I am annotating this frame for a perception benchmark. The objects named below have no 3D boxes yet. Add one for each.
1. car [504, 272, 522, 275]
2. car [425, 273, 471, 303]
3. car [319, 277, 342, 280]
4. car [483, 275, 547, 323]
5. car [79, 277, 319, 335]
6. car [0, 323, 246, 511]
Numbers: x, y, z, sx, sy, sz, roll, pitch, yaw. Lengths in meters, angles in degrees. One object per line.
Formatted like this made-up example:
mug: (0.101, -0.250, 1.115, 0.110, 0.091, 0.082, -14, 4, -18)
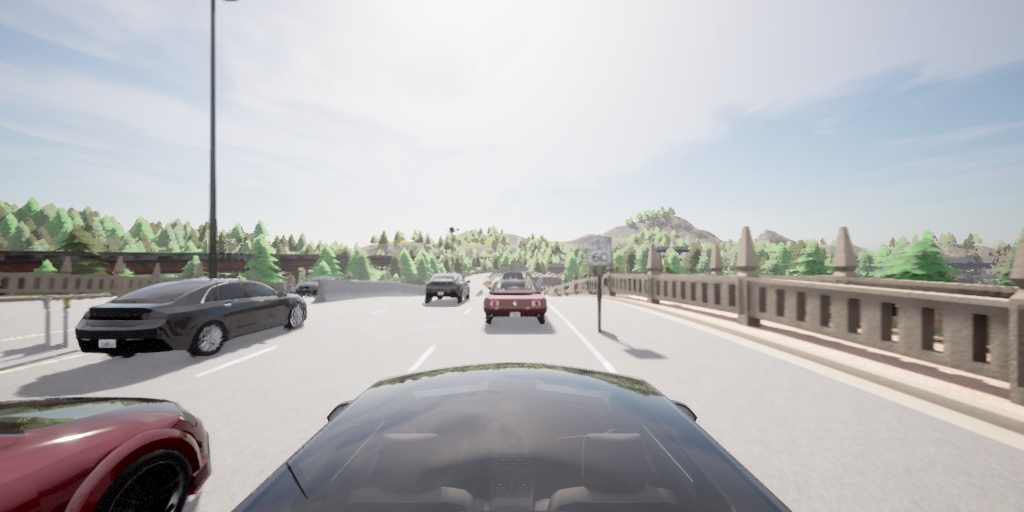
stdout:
car: (0.094, 2.637, 32.987, 2.150, 2.045, 5.566, 0, -7, 0)
car: (-3.404, 1.710, 19.540, 1.837, 1.490, 4.892, 0, -4, 0)
car: (-14.031, 2.270, 26.713, 1.837, 1.490, 4.892, 0, -6, 1)
car: (0.098, 1.479, 12.571, 1.895, 1.301, 4.718, 0, -2, 0)
car: (-6.901, 1.286, 8.542, 1.837, 1.490, 4.892, 0, -1, 0)
car: (-3.401, 1.314, 1.125, 1.994, 1.385, 4.181, 0, 0, 0)
